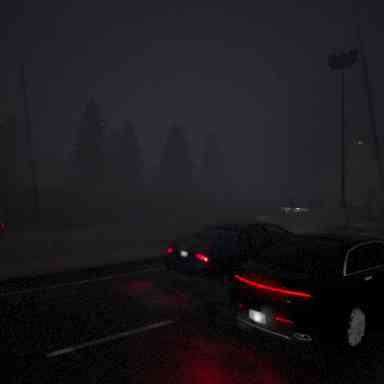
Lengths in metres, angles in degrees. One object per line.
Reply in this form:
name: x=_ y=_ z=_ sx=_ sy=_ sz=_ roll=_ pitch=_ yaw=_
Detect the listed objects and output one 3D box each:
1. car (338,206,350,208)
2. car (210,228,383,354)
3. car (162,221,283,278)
car: x=19.359 y=1.635 z=42.294 sx=1.895 sy=1.301 sz=4.718 roll=0 pitch=0 yaw=29
car: x=2.819 y=1.511 z=6.208 sx=4.892 sy=1.490 sz=1.837 roll=0 pitch=0 yaw=-38
car: x=1.722 y=1.561 z=9.749 sx=5.357 sy=1.411 sz=2.033 roll=0 pitch=0 yaw=-40
